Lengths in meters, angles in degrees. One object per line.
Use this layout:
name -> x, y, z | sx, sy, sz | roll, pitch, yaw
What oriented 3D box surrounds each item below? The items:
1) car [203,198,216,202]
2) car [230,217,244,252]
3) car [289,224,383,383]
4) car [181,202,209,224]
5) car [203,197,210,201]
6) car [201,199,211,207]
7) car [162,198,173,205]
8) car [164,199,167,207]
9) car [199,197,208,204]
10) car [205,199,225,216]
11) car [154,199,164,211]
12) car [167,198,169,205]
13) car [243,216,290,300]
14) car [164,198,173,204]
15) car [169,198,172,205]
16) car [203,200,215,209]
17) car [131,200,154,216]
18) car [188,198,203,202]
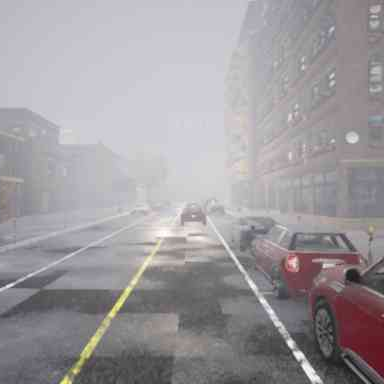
car -> 2.714, 1.874, 42.808 | 1.752, 1.417, 4.829 | 1, 0, 0
car -> 2.706, 1.681, 14.207 | 1.947, 1.339, 4.313 | 1, 0, 0
car -> 2.708, 1.339, 2.835 | 2.192, 1.841, 5.009 | 1, 0, 0
car -> 0.108, 1.779, 26.619 | 1.994, 1.385, 4.181 | 0, 0, 0
car -> 2.718, 1.709, 48.327 | 2.192, 1.841, 5.009 | 1, 0, 0
car -> 2.718, 2.104, 65.384 | 1.947, 1.339, 4.313 | 1, 0, 0
car -> -5.626, 2.187, 76.702 | 2.008, 1.369, 4.403 | 1, 0, 0
car -> -5.629, 1.882, 53.957 | 1.967, 1.590, 4.097 | 1, 0, 0
car -> 2.771, 2.125, 82.442 | 1.967, 1.590, 4.097 | 1, 0, 0
car -> 2.712, 1.851, 36.952 | 2.008, 1.369, 4.403 | 1, 0, 0
car -> -5.630, 1.834, 48.269 | 1.967, 1.590, 4.097 | 1, 0, 0
car -> -5.630, 2.072, 59.641 | 1.802, 1.307, 4.206 | 1, 0, 0
car -> 2.707, 1.509, 8.521 | 1.967, 1.590, 4.097 | 1, 0, 0
car -> -5.794, 2.209, 82.218 | 1.752, 1.417, 4.829 | 1, 0, 0
car -> -5.627, 2.153, 71.014 | 1.947, 1.339, 4.313 | 1, 0, 0
car -> 2.715, 2.024, 54.012 | 1.802, 1.307, 4.206 | 1, 0, 0
car -> -5.635, 1.824, 36.726 | 1.752, 1.417, 4.829 | 1, 0, 0
car -> 0.111, 1.850, 45.697 | 1.882, 1.535, 5.008 | 0, 0, 0
